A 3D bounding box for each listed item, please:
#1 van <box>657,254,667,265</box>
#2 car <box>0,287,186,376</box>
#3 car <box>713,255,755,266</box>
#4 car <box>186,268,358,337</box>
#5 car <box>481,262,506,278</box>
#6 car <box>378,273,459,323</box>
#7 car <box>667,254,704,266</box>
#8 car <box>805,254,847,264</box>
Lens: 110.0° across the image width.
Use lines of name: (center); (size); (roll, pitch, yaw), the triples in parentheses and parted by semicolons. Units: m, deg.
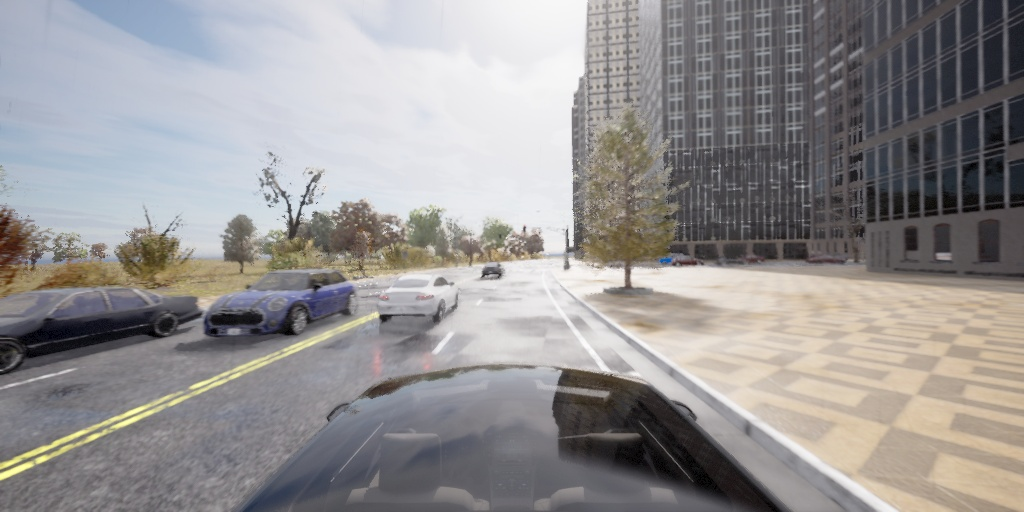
van: (25.982, 0.554, 58.635); (3.998, 1.789, 1.690); (0, 0, 10)
car: (-9.830, 1.424, 7.940); (2.033, 1.411, 5.357); (-1, 0, 1)
car: (30.111, 0.714, 49.228); (4.313, 1.339, 1.948); (0, 0, 10)
car: (-6.501, 1.187, 10.689); (2.097, 1.767, 4.553); (-1, 0, 1)
car: (-1.771, 1.309, 34.704); (1.812, 1.442, 4.674); (-1, 0, 5)
car: (-3.024, 1.318, 12.263); (1.812, 1.442, 4.674); (-1, 0, 1)
car: (24.497, 0.704, 50.140); (4.097, 1.591, 1.967); (0, 0, 10)
car: (41.331, 0.499, 47.358); (4.207, 1.307, 1.802); (0, 0, 10)
